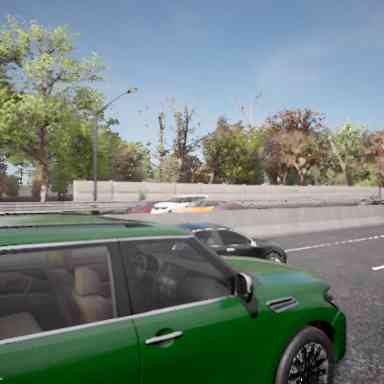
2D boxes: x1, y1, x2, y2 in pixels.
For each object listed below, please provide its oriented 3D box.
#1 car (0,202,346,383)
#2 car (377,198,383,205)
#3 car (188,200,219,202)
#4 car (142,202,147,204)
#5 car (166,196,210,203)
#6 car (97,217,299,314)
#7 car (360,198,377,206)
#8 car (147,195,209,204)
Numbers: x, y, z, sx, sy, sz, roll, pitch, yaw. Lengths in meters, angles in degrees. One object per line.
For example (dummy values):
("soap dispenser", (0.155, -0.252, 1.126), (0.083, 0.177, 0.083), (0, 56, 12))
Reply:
("car", (-0.879, 1.227, 3.126), (5.566, 2.045, 2.150), (0, 0, -35))
("car", (32.274, 1.504, 52.727), (5.566, 2.045, 2.150), (0, 0, -35))
("car", (2.421, 1.542, 22.916), (5.008, 1.535, 1.882), (0, 0, -35))
("car", (-4.047, 1.625, 30.644), (4.181, 1.385, 1.994), (0, 0, -38))
("car", (0.518, 1.417, 25.858), (4.553, 1.767, 2.097), (0, 0, -35))
("car", (0.347, 1.525, 8.296), (4.892, 1.490, 1.837), (0, 0, -35))
("car", (29.937, 1.770, 55.362), (4.902, 1.511, 2.128), (0, 0, -35))
("car", (-0.757, 1.284, 29.248), (5.566, 2.045, 2.150), (-1, 1, -35))
